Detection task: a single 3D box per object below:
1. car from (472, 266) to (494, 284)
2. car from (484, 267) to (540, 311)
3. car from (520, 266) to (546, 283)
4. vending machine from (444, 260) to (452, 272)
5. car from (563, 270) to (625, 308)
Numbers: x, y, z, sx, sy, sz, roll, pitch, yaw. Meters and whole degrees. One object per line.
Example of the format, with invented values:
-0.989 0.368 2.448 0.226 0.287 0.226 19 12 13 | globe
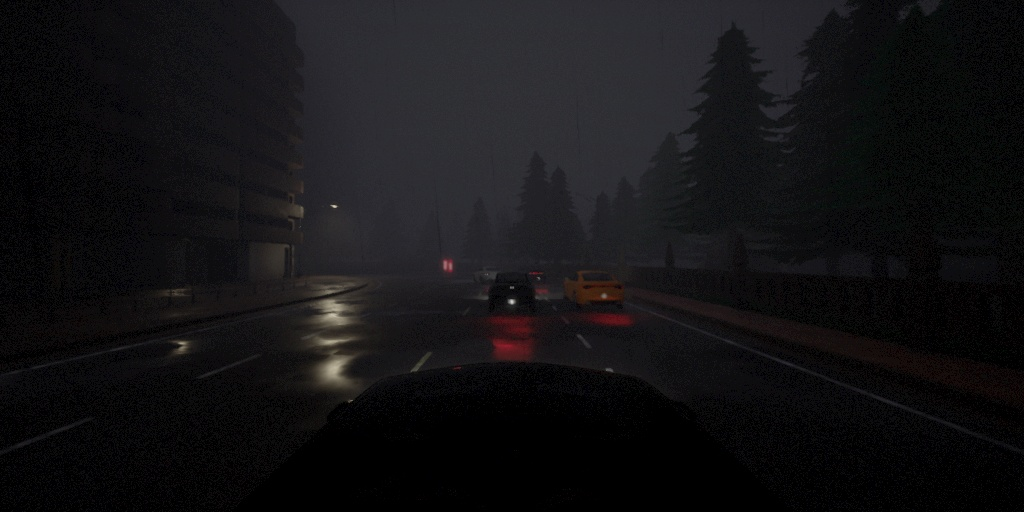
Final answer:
-2.091 1.591 30.943 1.812 1.442 4.674 0 0 -18 | car
0.003 1.405 15.342 1.837 1.490 4.892 0 0 0 | car
1.419 1.579 31.466 1.837 1.490 4.892 0 0 -18 | car
-9.856 1.523 55.194 0.880 2.100 1.100 0 0 40 | vending machine
3.501 1.383 16.082 1.882 1.535 5.008 0 0 0 | car
